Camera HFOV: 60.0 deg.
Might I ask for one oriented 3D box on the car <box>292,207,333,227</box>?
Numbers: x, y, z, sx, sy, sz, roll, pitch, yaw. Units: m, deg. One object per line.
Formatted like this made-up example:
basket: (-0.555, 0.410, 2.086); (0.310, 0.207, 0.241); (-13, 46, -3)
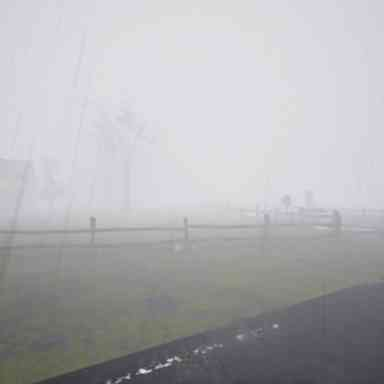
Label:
car: (9.824, 1.937, 26.808); (1.812, 1.442, 4.674); (1, -1, -14)
